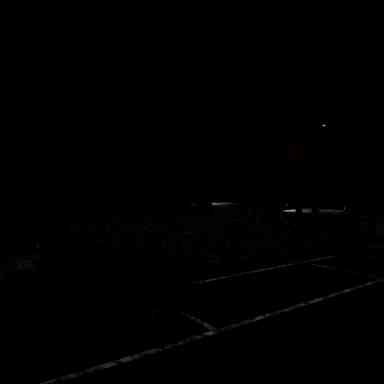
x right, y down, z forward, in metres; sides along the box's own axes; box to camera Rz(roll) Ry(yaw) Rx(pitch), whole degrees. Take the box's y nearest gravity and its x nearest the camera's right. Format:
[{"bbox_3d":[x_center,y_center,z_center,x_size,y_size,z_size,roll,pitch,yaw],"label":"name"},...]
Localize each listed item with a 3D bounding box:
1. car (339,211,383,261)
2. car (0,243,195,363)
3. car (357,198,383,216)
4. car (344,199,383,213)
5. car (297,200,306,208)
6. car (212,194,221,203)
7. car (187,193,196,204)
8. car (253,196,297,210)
[{"bbox_3d":[6.837,1.552,11.449,4.403,1.369,2.008,0,0,-35],"label":"car"},{"bbox_3d":[-2.061,1.545,5.172,4.507,1.381,1.887,0,0,-35],"label":"car"},{"bbox_3d":[17.202,1.335,29.517,1.994,1.385,4.181,0,1,-37],"label":"car"},{"bbox_3d":[14.754,1.270,26.794,2.128,1.511,4.902,0,1,-32],"label":"car"},{"bbox_3d":[10.778,1.177,38.480,1.895,1.301,4.718,0,1,-35],"label":"car"},{"bbox_3d":[2.469,0.854,50.362,1.812,1.442,4.674,0,1,-35],"label":"car"},{"bbox_3d":[0.195,0.858,47.930,1.812,1.442,4.674,0,1,-34],"label":"car"},{"bbox_3d":[8.632,1.149,35.868,1.994,1.385,4.181,0,1,-35],"label":"car"}]
